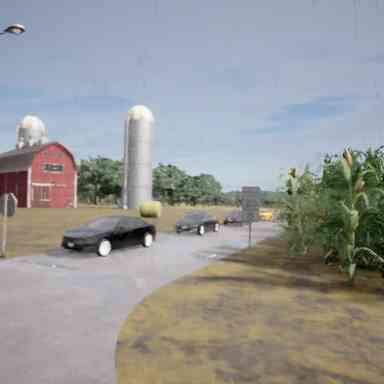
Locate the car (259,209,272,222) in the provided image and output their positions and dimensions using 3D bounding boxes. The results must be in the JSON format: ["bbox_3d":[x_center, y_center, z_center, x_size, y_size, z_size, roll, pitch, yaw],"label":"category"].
[{"bbox_3d":[8.674,2.879,41.705,1.882,1.535,5.008,1,-2,24],"label":"car"}]

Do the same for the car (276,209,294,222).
[{"bbox_3d":[12.265,2.923,42.737,2.097,1.767,4.553,1,-2,25],"label":"car"}]

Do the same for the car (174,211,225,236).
[{"bbox_3d":[0.432,2.123,23.311,1.837,1.490,4.892,1,-1,24],"label":"car"}]

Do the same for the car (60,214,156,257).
[{"bbox_3d":[-3.462,1.777,14.651,1.882,1.535,5.008,1,-1,25],"label":"car"}]

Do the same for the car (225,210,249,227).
[{"bbox_3d":[4.488,2.491,32.399,1.837,1.490,4.892,1,-2,24],"label":"car"}]
